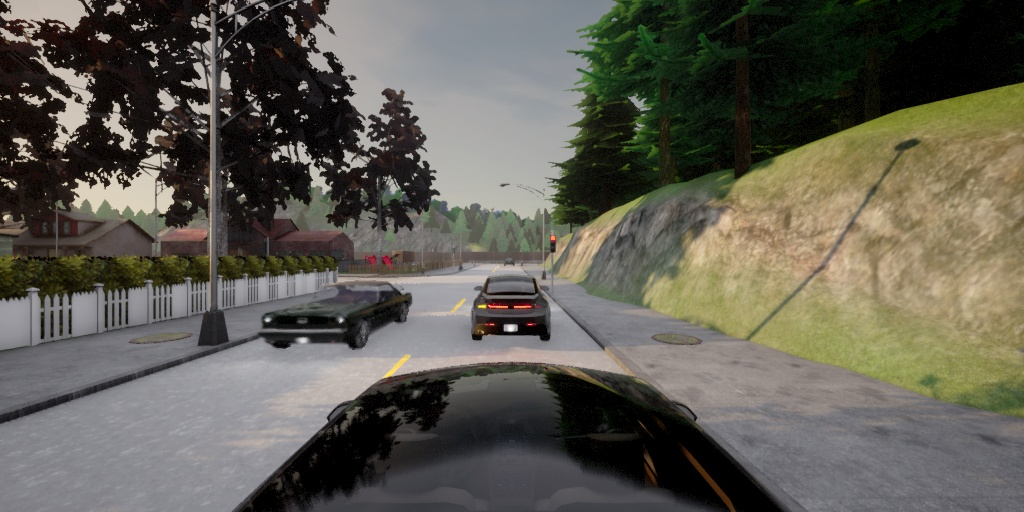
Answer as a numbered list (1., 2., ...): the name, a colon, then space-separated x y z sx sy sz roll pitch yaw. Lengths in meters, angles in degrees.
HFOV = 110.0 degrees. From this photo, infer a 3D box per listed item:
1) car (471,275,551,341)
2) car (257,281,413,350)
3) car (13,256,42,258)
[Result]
1. car: -0.017 1.255 9.914 1.837 1.490 4.892 0 0 0
2. car: -4.097 1.351 9.239 1.895 1.301 4.718 0 0 0
3. car: -37.960 0.973 27.879 5.566 2.045 2.150 0 0 0
